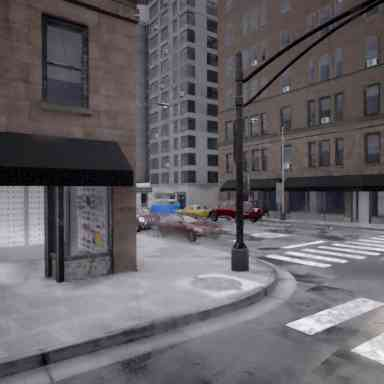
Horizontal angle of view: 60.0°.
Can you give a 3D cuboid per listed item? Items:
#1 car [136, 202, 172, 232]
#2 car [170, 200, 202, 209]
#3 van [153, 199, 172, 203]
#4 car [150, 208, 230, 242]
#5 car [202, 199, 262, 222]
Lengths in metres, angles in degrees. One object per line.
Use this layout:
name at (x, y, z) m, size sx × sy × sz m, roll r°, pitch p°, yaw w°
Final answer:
car at (-3.460, 1.705, 22.093) m, size 1.967 × 1.590 × 4.097 m, roll -1°, pitch 0°, yaw -36°
car at (0.147, 1.804, 31.679) m, size 1.752 × 1.417 × 4.829 m, roll -1°, pitch 0°, yaw -36°
van at (-2.973, 1.688, 36.009) m, size 1.690 × 1.788 × 3.998 m, roll -1°, pitch 0°, yaw -36°
car at (-0.242, 1.778, 17.626) m, size 1.802 × 1.307 × 4.206 m, roll -1°, pitch 0°, yaw -36°
car at (3.456, 1.521, 27.073) m, size 2.192 × 1.841 × 5.009 m, roll -1°, pitch 0°, yaw -36°
